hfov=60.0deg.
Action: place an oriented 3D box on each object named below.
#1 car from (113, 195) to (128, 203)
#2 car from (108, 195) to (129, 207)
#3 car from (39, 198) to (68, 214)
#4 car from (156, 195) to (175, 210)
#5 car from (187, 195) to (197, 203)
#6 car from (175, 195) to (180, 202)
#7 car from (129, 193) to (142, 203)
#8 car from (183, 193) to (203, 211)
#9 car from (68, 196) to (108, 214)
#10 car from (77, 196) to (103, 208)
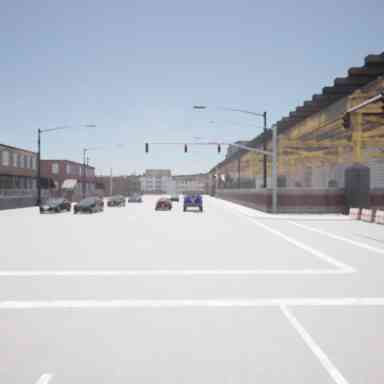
[{"bbox_3d":[-13.981,1.330,65.151,1.812,1.442,4.674,0,0,0],"label":"car"},{"bbox_3d":[-10.570,1.362,46.498,1.837,1.490,4.892,0,1,0],"label":"car"},{"bbox_3d":[-14.080,1.388,34.514,2.128,1.511,4.902,0,0,0],"label":"car"},{"bbox_3d":[-3.399,1.402,40.936,1.812,1.442,4.674,0,0,0],"label":"car"},{"bbox_3d":[0.036,1.362,67.011,1.994,1.385,4.181,0,0,0],"label":"car"},{"bbox_3d":[-3.471,1.348,66.306,2.033,1.411,5.357,0,0,0],"label":"car"},{"bbox_3d":[-10.524,1.167,61.555,2.097,1.767,4.553,0,0,1],"label":"car"},{"bbox_3d":[0.114,1.103,39.112,2.150,2.045,5.566,0,0,0],"label":"car"},{"bbox_3d":[-10.579,1.374,34.325,1.882,1.535,5.008,0,0,2],"label":"car"},{"bbox_3d":[-14.068,1.351,46.267,2.128,1.511,4.902,0,0,0],"label":"car"}]
